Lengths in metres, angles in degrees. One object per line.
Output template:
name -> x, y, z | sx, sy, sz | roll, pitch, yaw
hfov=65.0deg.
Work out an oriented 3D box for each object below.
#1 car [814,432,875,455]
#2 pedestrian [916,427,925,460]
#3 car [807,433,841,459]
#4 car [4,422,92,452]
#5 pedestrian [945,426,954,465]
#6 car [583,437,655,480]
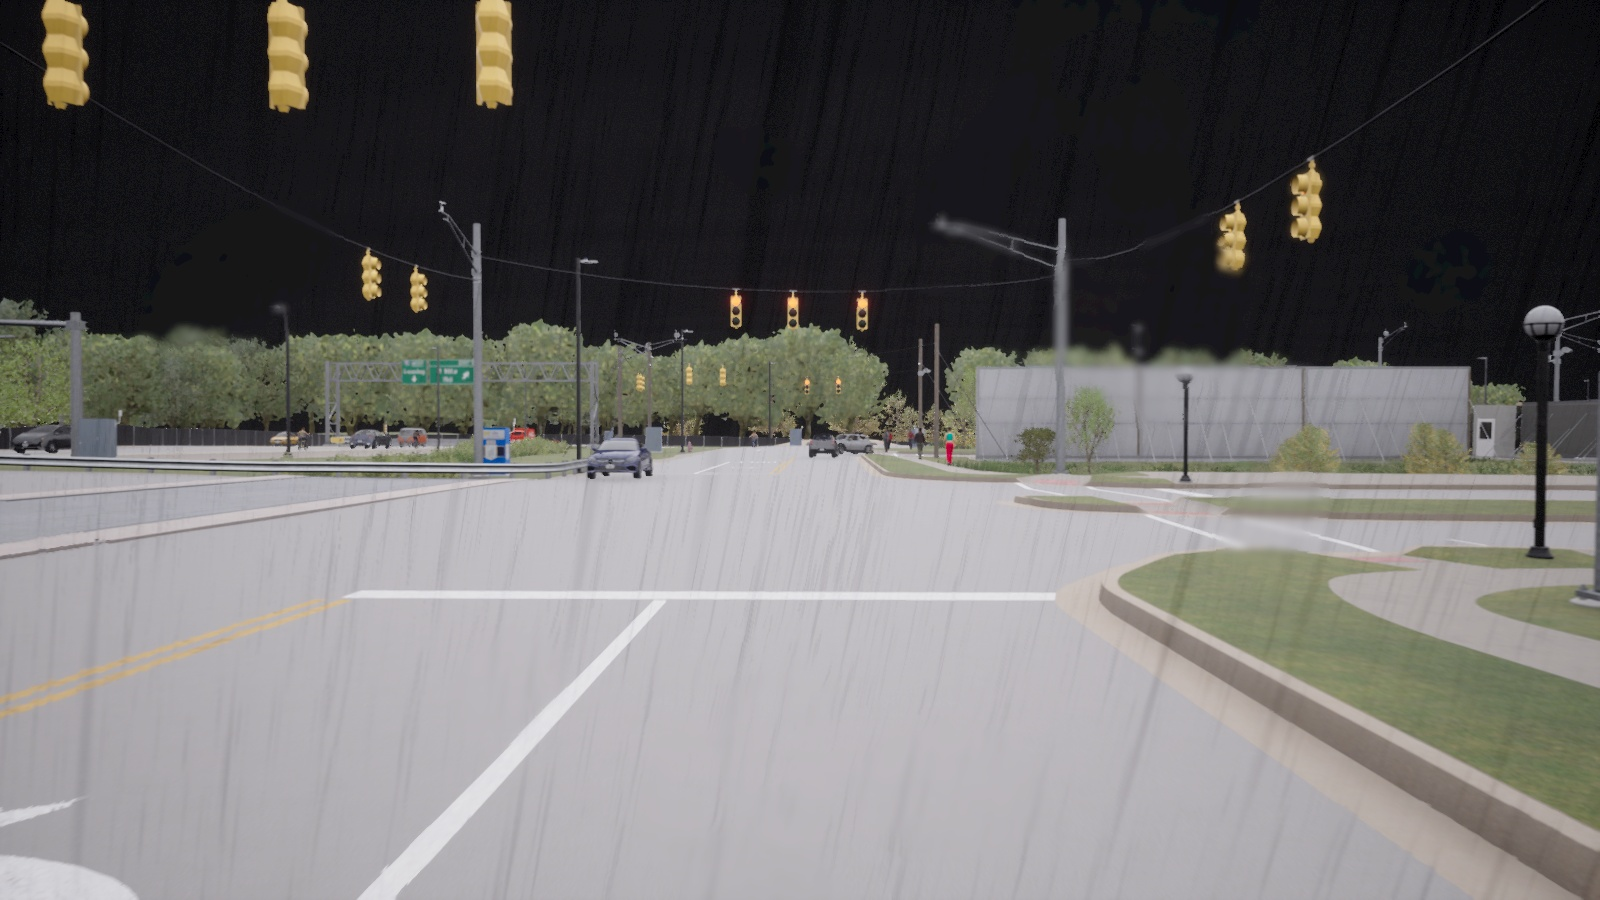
car -> 3.159, -0.450, 88.628 | 3.806, 1.475, 1.970 | 2, 0, -35
pedestrian -> 6.830, -0.370, 71.257 | 0.431, 1.840, 0.703 | 1, 2, 13
car -> 1.507, -0.267, 78.351 | 1.845, 1.501, 3.633 | 0, 1, 5
car -> -40.551, -0.694, 67.857 | 2.007, 1.525, 4.514 | 0, 0, 1
pedestrian -> 7.060, -0.203, 59.154 | 0.345, 1.836, 0.594 | 0, 2, 1
car -> -6.425, 0.264, 45.007 | 1.812, 1.442, 4.674 | 0, 1, 1
